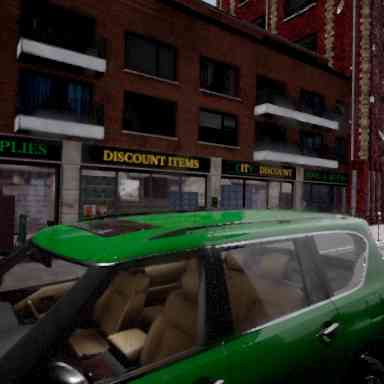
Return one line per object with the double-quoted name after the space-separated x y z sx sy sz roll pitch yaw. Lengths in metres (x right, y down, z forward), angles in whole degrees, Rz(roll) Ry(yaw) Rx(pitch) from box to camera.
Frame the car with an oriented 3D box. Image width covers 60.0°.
-0.464 1.222 2.610 5.566 2.045 2.150 0 0 -36 "car"
